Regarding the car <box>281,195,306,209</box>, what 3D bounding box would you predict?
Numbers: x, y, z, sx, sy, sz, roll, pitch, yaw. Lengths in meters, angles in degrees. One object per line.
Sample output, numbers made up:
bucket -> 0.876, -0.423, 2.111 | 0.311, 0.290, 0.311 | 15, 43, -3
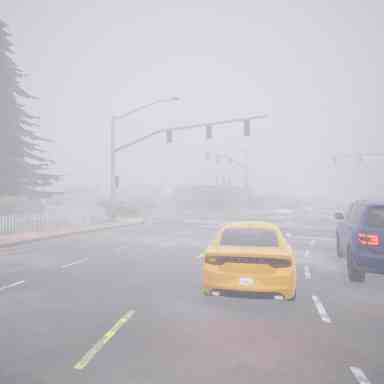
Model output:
car -> 13.550, 1.491, 45.350 | 2.128, 1.511, 4.902 | 0, 0, 32

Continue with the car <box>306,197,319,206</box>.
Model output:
car -> 18.698, 1.526, 53.694 | 1.812, 1.442, 4.674 | 0, 0, 31

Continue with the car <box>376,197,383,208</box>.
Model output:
car -> 28.461, 1.547, 49.206 | 2.033, 1.411, 5.357 | 0, 0, 32

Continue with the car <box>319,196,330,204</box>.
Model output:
car -> 23.931, 1.564, 62.103 | 1.994, 1.385, 4.181 | 0, 0, 32

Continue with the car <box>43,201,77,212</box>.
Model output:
car -> -15.011, 1.581, 37.705 | 4.674, 1.442, 1.812 | 0, 0, 32

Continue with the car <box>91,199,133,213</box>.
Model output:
car -> -9.226, 1.560, 38.216 | 4.892, 1.490, 1.837 | 0, 0, 32

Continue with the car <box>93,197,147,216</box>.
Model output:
car -> -7.172, 1.560, 32.794 | 4.892, 1.490, 1.837 | 0, 0, 34

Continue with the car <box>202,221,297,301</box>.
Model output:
car -> 1.513, 1.478, 8.484 | 1.882, 1.535, 5.008 | 0, 0, 12

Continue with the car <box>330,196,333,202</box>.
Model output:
car -> 29.182, 1.524, 70.581 | 1.812, 1.442, 4.674 | 0, 0, 32

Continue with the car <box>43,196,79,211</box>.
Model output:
car -> -16.939, 1.407, 43.044 | 4.553, 1.767, 2.097 | 0, 0, 32

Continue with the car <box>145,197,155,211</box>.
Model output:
car -> -6.839, 1.407, 41.084 | 4.553, 1.767, 2.097 | 0, 0, 32

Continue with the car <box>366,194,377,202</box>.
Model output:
car -> 43.008, 1.355, 79.695 | 2.097, 1.767, 4.553 | 0, 0, 32

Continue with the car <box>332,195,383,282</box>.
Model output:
car -> 5.479, 1.221, 9.507 | 2.150, 2.045, 5.566 | 0, 0, 19
